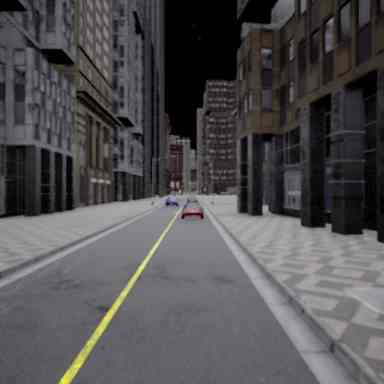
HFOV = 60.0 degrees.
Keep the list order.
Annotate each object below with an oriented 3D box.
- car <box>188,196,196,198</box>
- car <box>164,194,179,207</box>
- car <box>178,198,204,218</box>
[{"bbox_3d":[0.022,1.429,57.587,2.128,1.511,4.902,0,0,0],"label":"car"},{"bbox_3d":[-3.039,1.433,50.688,1.882,1.535,5.008,0,0,0],"label":"car"},{"bbox_3d":[0.077,1.560,30.129,1.994,1.385,4.181,0,0,1],"label":"car"}]
